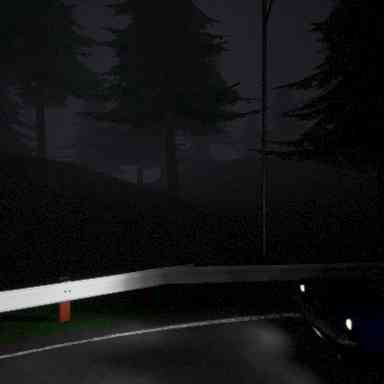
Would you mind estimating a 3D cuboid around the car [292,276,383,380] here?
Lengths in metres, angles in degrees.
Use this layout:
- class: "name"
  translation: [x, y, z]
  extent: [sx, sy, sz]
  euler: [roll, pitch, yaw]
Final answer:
- class: "car"
  translation: [3.926, 1.607, 4.623]
  extent: [4.718, 1.301, 1.895]
  euler: [0, 0, -2]
